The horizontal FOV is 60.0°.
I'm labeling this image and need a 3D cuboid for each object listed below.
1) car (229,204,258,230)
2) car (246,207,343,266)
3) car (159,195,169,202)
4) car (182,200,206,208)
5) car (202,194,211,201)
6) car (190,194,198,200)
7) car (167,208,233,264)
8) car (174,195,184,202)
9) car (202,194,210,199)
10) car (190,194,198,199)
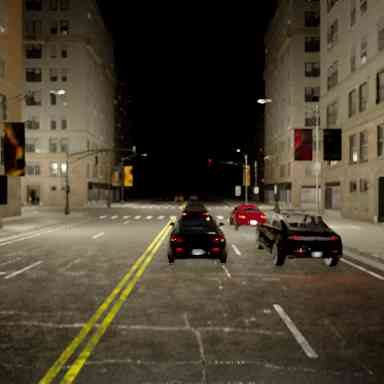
[{"bbox_3d":[3.372,1.490,20.499,1.812,1.442,4.674,0,0,0],"label":"car"},{"bbox_3d":[3.406,1.471,11.404,2.128,1.511,4.902,0,0,1],"label":"car"},{"bbox_3d":[-6.064,1.418,72.672,2.033,1.411,5.357,0,0,0],"label":"car"},{"bbox_3d":[0.229,1.487,21.726,1.812,1.442,4.674,0,0,0],"label":"car"},{"bbox_3d":[3.745,1.397,82.438,2.033,1.411,5.357,0,0,0],"label":"car"},{"bbox_3d":[0.499,1.451,82.905,1.895,1.301,4.718,0,0,0],"label":"car"},{"bbox_3d":[0.167,1.504,11.598,1.812,1.442,4.674,0,0,0],"label":"car"},{"bbox_3d":[-2.814,1.356,72.652,1.882,1.535,5.008,0,0,0],"label":"car"},{"bbox_3d":[3.808,1.261,92.858,1.994,1.385,4.181,0,0,0],"label":"car"},{"bbox_3d":[0.558,1.260,92.877,1.994,1.385,4.181,0,0,0],"label":"car"}]
